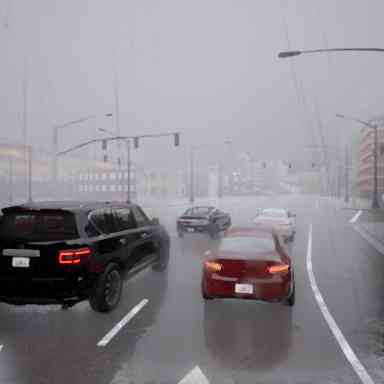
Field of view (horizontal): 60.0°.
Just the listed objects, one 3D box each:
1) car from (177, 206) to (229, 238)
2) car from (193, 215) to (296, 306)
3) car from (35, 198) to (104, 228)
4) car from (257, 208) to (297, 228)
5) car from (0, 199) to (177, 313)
[{"bbox_3d":[0.738,1.486,17.219,2.128,1.511,4.902,0,0,19],"label":"car"},{"bbox_3d":[1.428,1.523,8.056,1.812,1.442,4.674,0,0,13],"label":"car"},{"bbox_3d":[-8.417,1.343,23.356,2.097,1.767,4.553,0,0,20],"label":"car"},{"bbox_3d":[4.146,1.520,16.496,1.812,1.442,4.674,0,0,19],"label":"car"},{"bbox_3d":[-2.184,1.219,7.963,2.150,2.045,5.566,0,0,12],"label":"car"}]
